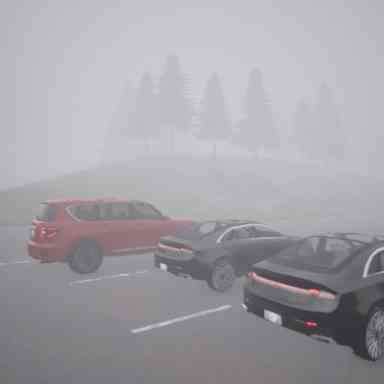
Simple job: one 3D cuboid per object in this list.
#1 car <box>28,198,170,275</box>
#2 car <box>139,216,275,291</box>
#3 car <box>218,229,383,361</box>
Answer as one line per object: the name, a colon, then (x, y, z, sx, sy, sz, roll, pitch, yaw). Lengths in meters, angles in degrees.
car: (-2.218, 1.222, 10.762, 5.566, 2.045, 2.150, 0, 0, -35)
car: (1.325, 1.492, 8.990, 4.902, 1.511, 2.128, 0, 0, -35)
car: (3.077, 1.492, 5.941, 4.902, 1.511, 2.128, 0, 0, -35)
